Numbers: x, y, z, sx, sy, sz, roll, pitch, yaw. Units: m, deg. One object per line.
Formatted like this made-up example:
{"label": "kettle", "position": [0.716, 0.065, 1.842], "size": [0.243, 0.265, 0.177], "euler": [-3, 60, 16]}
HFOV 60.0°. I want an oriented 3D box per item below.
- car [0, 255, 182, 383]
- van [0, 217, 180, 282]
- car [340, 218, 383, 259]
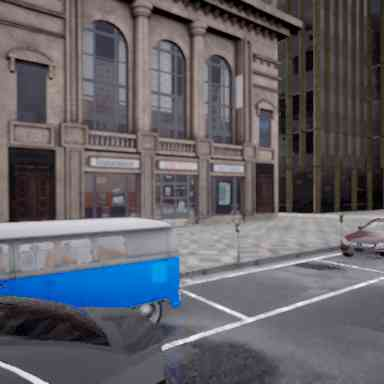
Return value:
{"label": "car", "position": [-2.361, 1.507, 1.678], "size": [4.892, 1.490, 1.837], "euler": [0, 0, -35]}
{"label": "van", "position": [-2.085, 1.340, 5.180], "size": [3.998, 1.788, 1.690], "euler": [0, 0, -35]}
{"label": "car", "position": [6.916, 1.564, 11.591], "size": [4.206, 1.307, 1.802], "euler": [0, 0, -35]}
